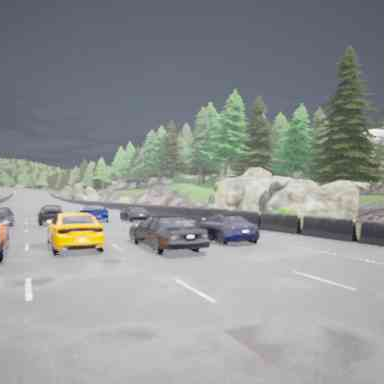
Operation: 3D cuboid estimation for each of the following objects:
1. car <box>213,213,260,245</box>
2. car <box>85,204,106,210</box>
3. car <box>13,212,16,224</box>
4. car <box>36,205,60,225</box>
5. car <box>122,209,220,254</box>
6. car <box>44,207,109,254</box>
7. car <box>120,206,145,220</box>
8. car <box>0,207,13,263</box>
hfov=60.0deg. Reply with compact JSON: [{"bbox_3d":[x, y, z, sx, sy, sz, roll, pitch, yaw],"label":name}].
[{"bbox_3d":[1.529,1.750,16.704,1.994,1.385,4.181,1,-1,-26],"label":"car"},{"bbox_3d":[-8.656,1.831,29.264,1.882,1.535,5.008,1,-1,-26],"label":"car"},{"bbox_3d":[-14.145,1.821,24.553,2.033,1.411,5.357,1,-1,-26],"label":"car"},{"bbox_3d":[-11.462,1.822,27.035,1.837,1.490,4.892,1,0,-26],"label":"car"},{"bbox_3d":[-1.163,1.692,14.249,2.033,1.411,5.357,1,-1,-26],"label":"car"},{"bbox_3d":[-5.068,1.615,14.269,1.882,1.535,5.008,1,-1,-26],"label":"car"},{"bbox_3d":[-5.179,1.937,30.113,1.994,1.385,4.181,1,-1,-26],"label":"car"},{"bbox_3d":[-7.813,1.449,11.922,2.097,1.767,4.553,1,-1,-26],"label":"car"}]
